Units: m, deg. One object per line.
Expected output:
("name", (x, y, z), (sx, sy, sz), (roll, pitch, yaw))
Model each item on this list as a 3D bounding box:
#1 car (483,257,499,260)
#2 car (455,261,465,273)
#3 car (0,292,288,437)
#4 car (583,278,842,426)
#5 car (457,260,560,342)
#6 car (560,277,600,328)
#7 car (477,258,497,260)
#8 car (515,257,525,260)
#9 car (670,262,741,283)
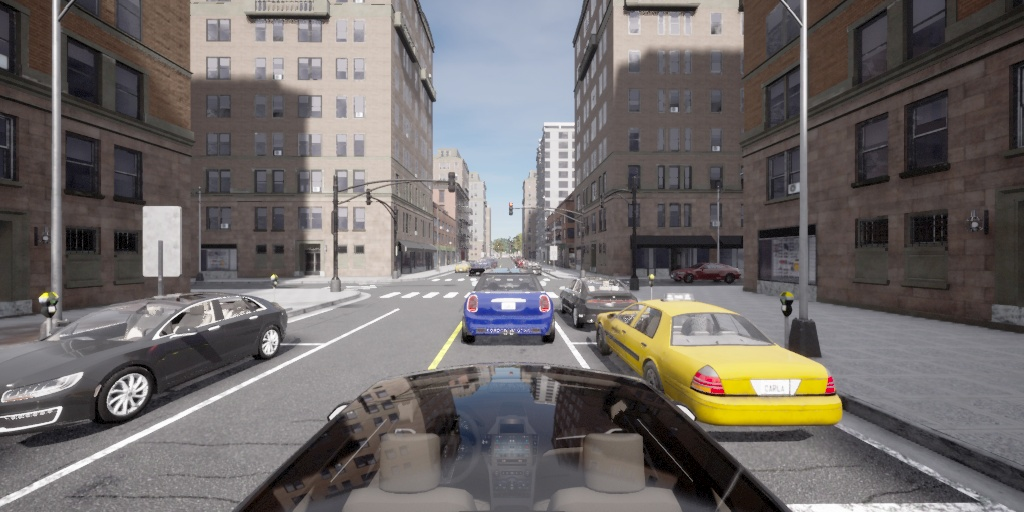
("car", (-3.497, 1.308, 56.270), (1.994, 1.385, 4.181), (0, 0, -1))
("car", (-5.889, 1.272, 43.415), (1.751, 1.417, 4.829), (0, 0, -1))
("car", (-5.429, 1.300, 5.625), (2.007, 1.370, 4.403), (0, 0, -1))
("car", (2.602, 1.275, 5.894), (1.751, 1.417, 4.829), (0, 0, -1))
("car", (-0.085, 1.102, 9.885), (2.097, 1.767, 4.553), (0, 0, 0))
("car", (2.533, 1.300, 11.130), (2.007, 1.370, 4.403), (0, 0, -1))
("car", (-3.381, 1.294, 46.264), (2.033, 1.411, 5.357), (0, 0, 0))
("car", (1.925, 1.182, 60.729), (1.967, 1.591, 4.097), (0, 0, -1))
("car", (13.930, 1.186, 25.907), (4.674, 1.442, 1.812), (0, 0, 1))
